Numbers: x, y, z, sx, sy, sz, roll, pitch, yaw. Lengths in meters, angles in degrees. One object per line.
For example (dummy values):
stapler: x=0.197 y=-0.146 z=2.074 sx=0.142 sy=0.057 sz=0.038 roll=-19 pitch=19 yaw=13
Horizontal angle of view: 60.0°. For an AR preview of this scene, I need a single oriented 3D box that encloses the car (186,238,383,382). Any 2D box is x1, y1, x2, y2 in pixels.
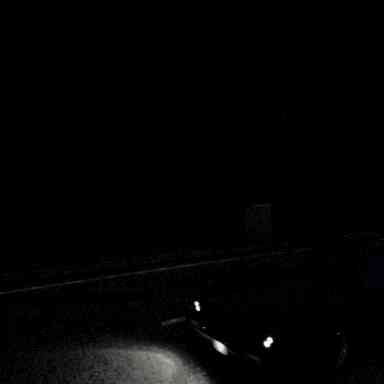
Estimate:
car: x=2.574 y=1.540 z=5.596 sx=5.357 sy=1.411 sz=2.033 roll=0 pitch=0 yaw=-33
